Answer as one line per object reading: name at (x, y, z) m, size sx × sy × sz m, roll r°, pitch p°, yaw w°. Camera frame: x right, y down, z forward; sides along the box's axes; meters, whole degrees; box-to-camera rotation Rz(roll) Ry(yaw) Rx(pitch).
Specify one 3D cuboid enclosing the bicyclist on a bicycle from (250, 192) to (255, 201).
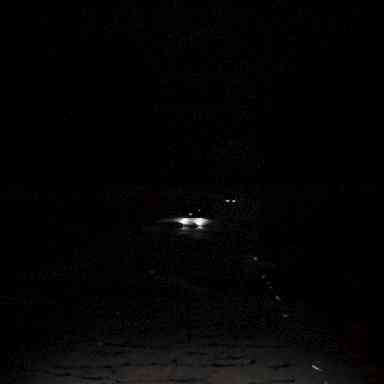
bicyclist on a bicycle at (10.887, 0.998, 58.454) m, size 0.582 × 1.620 × 1.656 m, roll 0°, pitch 0°, yaw 8°

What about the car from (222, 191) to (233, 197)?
car at (9.731, 0.600, 91.451) m, size 1.812 × 1.442 × 4.674 m, roll 0°, pitch 1°, yaw -9°

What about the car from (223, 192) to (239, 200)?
car at (8.038, 0.928, 69.629) m, size 2.033 × 1.411 × 5.357 m, roll 0°, pitch 1°, yaw 4°

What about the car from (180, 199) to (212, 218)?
car at (0.478, 1.349, 28.740) m, size 2.033 × 1.411 × 5.357 m, roll 1°, pitch 1°, yaw 13°

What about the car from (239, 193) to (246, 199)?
car at (11.093, 0.868, 76.212) m, size 2.033 × 1.411 × 5.357 m, roll 0°, pitch 1°, yaw -1°
